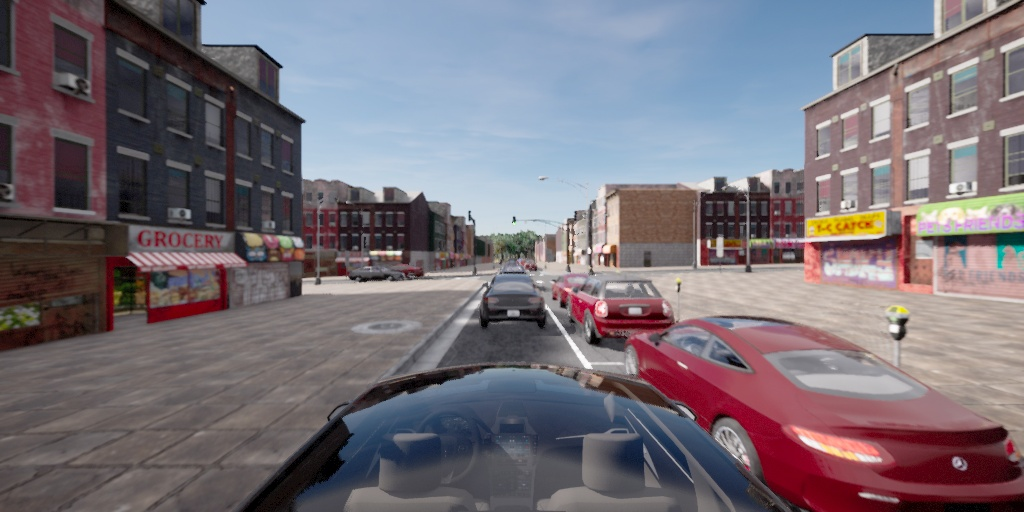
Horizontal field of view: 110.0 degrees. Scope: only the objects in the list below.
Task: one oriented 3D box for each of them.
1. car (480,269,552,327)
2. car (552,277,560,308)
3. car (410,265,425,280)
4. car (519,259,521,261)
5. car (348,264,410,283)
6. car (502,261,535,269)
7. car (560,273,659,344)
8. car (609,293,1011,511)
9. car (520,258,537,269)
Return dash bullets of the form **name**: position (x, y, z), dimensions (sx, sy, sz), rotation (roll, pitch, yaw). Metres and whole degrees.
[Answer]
- **car**: position (0.023, 1.295, 11.419), dimensions (1.812, 1.442, 4.674), rotation (0, 0, 0)
- **car**: position (2.640, 1.361, 15.075), dimensions (1.802, 1.307, 4.207), rotation (0, 0, 0)
- **car**: position (-11.271, 1.608, 35.723), dimensions (5.008, 1.535, 1.882), rotation (-2, 0, -1)
- **car**: position (2.647, 1.290, 57.817), dimensions (2.192, 1.841, 5.009), rotation (0, 0, 0)
- **car**: position (-12.262, 1.664, 32.591), dimensions (4.902, 1.511, 2.128), rotation (-2, 0, 0)
- **car**: position (0.101, 1.296, 23.153), dimensions (2.128, 1.511, 4.902), rotation (0, 0, 0)
- **car**: position (2.639, 1.205, 9.609), dimensions (1.967, 1.591, 4.097), rotation (0, 0, 0)
- **car**: position (2.638, 1.336, 4.143), dimensions (1.802, 1.307, 4.207), rotation (0, 0, 0)
- **car**: position (2.646, 1.384, 52.416), dimensions (1.967, 1.591, 4.097), rotation (0, 0, 0)
